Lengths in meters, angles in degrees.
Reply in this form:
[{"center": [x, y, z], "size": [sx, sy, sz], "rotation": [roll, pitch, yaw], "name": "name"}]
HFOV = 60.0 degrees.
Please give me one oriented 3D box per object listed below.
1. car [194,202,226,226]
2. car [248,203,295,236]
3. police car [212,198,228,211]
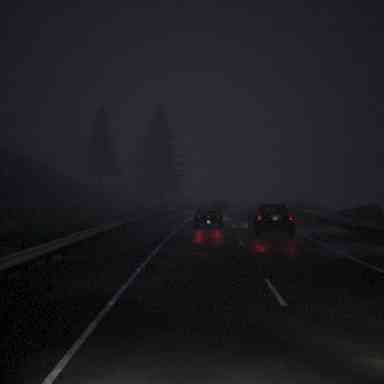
[{"center": [1.267, 1.654, 23.719], "size": [1.895, 1.301, 4.718], "rotation": [0, 0, 5], "name": "car"}, {"center": [4.411, 1.398, 19.093], "size": [2.097, 1.767, 4.553], "rotation": [0, 0, 4], "name": "car"}, {"center": [3.528, 1.521, 42.070], "size": [1.930, 1.638, 5.238], "rotation": [0, 0, 9], "name": "police car"}]
